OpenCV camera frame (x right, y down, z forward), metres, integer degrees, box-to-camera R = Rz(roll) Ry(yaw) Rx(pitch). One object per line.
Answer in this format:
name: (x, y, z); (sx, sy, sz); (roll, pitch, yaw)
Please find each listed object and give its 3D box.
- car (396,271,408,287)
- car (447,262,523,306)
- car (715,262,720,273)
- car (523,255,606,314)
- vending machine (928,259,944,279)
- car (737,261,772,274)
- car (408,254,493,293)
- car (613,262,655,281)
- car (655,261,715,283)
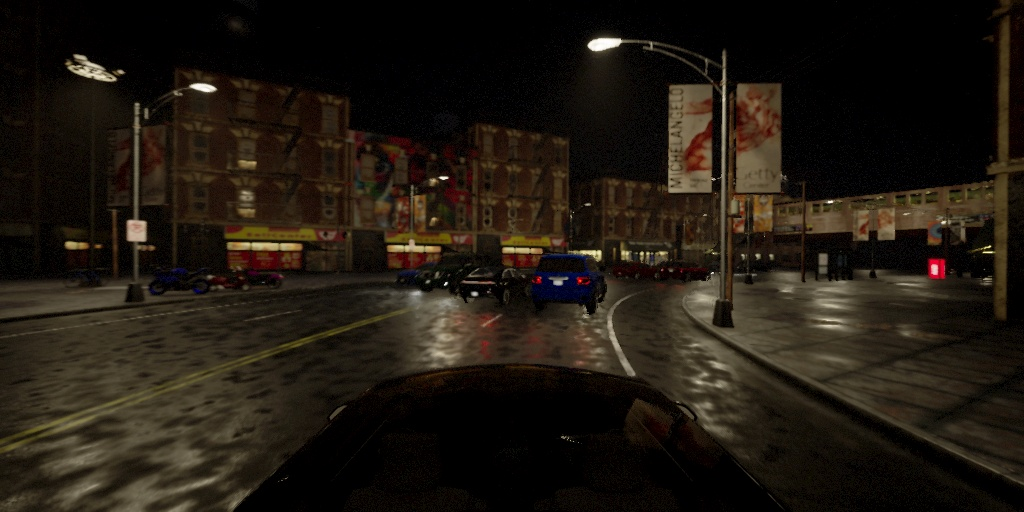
car: (-5.119, 1.142, 22.929); (1.882, 1.535, 5.008); (0, 0, 30)
car: (-0.584, 1.212, 15.768); (2.128, 1.511, 4.902); (0, 0, 20)
car: (27.530, 1.475, 47.979); (4.181, 1.385, 1.994); (0, 0, -26)
car: (2.407, 0.970, 14.242); (2.150, 2.045, 5.566); (0, 0, 20)
vending machine: (40.885, 1.252, 34.546); (0.880, 2.100, 1.100); (0, 0, -26)
car: (30.942, 1.424, 45.756); (5.008, 1.535, 1.882); (1, 0, -26)
car: (-2.872, 0.912, 19.945); (2.150, 2.045, 5.566); (0, 0, 26)
car: (10.700, 1.270, 30.767); (5.008, 1.535, 1.882); (0, 0, -39)
car: (13.921, 1.177, 28.752); (4.553, 1.767, 2.097); (0, 0, -36)
